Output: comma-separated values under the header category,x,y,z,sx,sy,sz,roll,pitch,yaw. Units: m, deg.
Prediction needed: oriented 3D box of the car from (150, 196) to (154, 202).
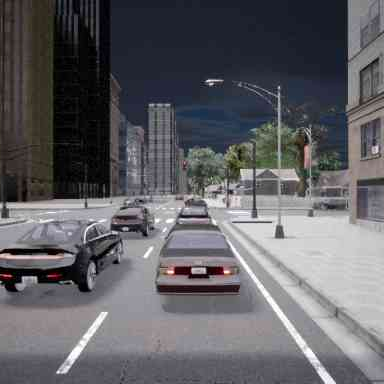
category,x,y,z,sx,sy,sz,roll,pitch,yaw
car,-9.713,1.517,73.264,1.812,1.442,4.674,0,0,0

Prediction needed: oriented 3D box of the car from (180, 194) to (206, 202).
category,x,y,z,sx,sy,sz,roll,pitch,yaw
car,0.444,1.517,46.341,1.837,1.490,4.892,-4,2,-21

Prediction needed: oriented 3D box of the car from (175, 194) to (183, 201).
category,x,y,z,sx,sy,sz,roll,pitch,yaw
car,-3.207,1.342,83.957,2.097,1.767,4.553,0,0,0

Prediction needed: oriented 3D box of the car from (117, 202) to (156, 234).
category,x,y,z,sx,sy,sz,roll,pitch,yaw
car,-3.141,1.504,18.149,1.837,1.490,4.892,0,0,0

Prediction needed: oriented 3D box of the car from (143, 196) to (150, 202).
category,x,y,z,sx,sy,sz,roll,pitch,yaw
car,-9.761,1.595,63.152,1.895,1.301,4.718,0,0,1

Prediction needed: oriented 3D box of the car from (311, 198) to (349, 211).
category,x,y,z,sx,sy,sz,roll,pitch,yaw
car,17.153,1.555,40.740,4.892,1.490,1.837,0,-1,0

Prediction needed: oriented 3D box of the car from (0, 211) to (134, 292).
category,x,y,z,sx,sy,sz,roll,pitch,yaw
car,-3.147,1.492,8.889,2.128,1.511,4.902,0,0,0

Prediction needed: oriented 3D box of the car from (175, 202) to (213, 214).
category,x,y,z,sx,sy,sz,roll,pitch,yaw
car,0.107,1.491,17.872,2.128,1.511,4.902,0,0,0

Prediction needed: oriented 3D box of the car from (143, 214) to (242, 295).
category,x,y,z,sx,sy,sz,roll,pitch,yaw
car,0.095,1.545,8.818,2.033,1.411,5.357,0,0,-1

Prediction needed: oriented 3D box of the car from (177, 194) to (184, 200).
category,x,y,z,sx,sy,sz,roll,pitch,yaw
car,-3.202,1.311,93.991,1.882,1.535,5.008,0,0,0

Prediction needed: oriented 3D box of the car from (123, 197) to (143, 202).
category,x,y,z,sx,sy,sz,roll,pitch,yaw
car,-9.799,1.487,53.832,2.128,1.511,4.902,0,0,1
